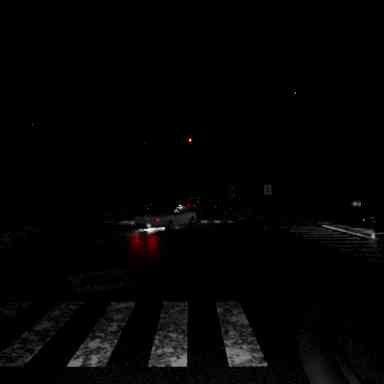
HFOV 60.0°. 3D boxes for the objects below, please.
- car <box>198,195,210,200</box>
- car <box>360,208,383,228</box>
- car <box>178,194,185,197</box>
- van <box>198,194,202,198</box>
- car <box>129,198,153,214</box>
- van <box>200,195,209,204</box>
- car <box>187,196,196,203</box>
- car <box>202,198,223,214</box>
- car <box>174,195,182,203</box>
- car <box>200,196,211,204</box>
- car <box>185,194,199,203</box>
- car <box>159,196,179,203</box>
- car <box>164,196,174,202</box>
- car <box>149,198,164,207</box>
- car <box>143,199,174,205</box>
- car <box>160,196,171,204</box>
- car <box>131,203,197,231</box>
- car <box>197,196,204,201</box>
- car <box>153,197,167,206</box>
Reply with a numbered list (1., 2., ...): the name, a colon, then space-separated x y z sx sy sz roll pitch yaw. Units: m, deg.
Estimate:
1. car: 2.449 1.634 52.620 1.947 1.339 4.313 0 0 0
2. car: 13.058 1.456 20.587 4.892 1.490 1.837 0 0 0
3. car: -2.962 1.581 62.009 2.128 1.511 4.902 0 0 1
4. van: 2.466 1.421 58.130 1.690 1.788 3.998 0 0 0
5. car: -5.625 1.478 36.112 1.967 1.590 4.097 0 0 0
6. van: 2.498 1.449 69.152 1.690 1.788 3.998 0 0 0
7. car: -0.116 1.675 74.015 1.994 1.385 4.181 0 0 0
8. car: 2.399 1.604 36.087 1.947 1.339 4.313 0 0 0
9. car: -3.036 1.630 51.929 1.994 1.385 4.181 0 0 0
10. car: 2.433 1.639 47.109 1.802 1.307 4.206 0 0 0
11. car: -0.051 1.585 63.859 2.128 1.511 4.902 0 0 0
12. car: -3.066 1.612 41.944 1.994 1.385 4.181 0 0 1
13. car: -5.493 1.690 80.197 2.008 1.369 4.403 0 0 0
14. car: -5.576 1.650 52.643 1.802 1.307 4.206 0 0 0
15. car: -3.119 1.633 31.989 1.895 1.301 4.718 0 0 1
16. car: -5.526 1.548 69.176 1.967 1.590 4.097 0 0 0
17. car: -1.484 1.615 20.880 1.895 1.301 4.718 0 0 27
18. car: 2.152 1.693 90.056 1.812 1.442 4.674 0 0 0
19. car: -5.559 1.631 58.154 2.008 1.369 4.403 0 0 0
